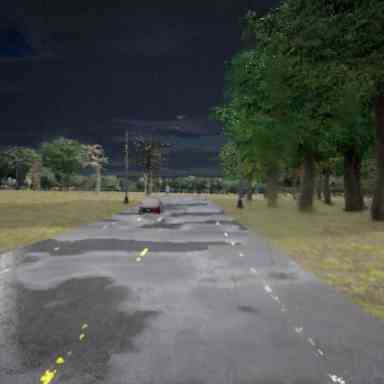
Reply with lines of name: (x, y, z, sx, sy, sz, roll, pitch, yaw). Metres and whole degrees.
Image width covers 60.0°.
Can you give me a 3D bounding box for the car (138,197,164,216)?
car: (-3.609, 1.237, 30.049, 1.882, 1.535, 5.008, 0, 1, 0)
